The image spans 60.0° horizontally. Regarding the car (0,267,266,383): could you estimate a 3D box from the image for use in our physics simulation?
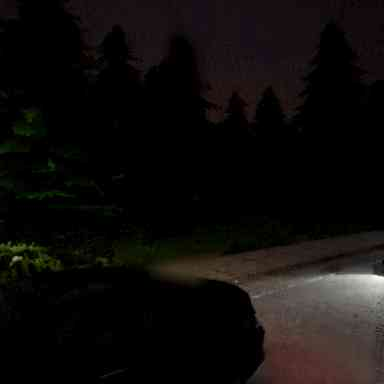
[{"bbox_3d":[-1.306,1.536,3.026,4.674,1.442,1.812,-1,0,-36],"label":"car"}]

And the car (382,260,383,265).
[{"bbox_3d":[7.094,1.433,9.141,4.181,1.385,1.994,-1,0,-35],"label":"car"}]
